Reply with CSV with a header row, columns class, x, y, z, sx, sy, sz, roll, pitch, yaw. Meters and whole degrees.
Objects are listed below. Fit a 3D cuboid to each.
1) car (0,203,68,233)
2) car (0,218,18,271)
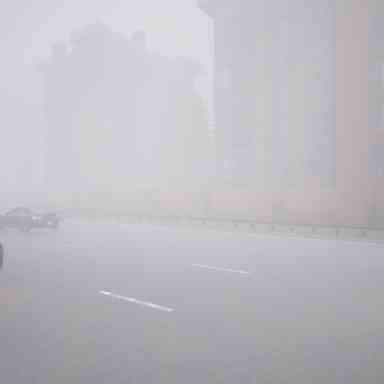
class,x,y,z,sx,sy,sz,roll,pitch,yaw
car,-9.621,1.523,19.470,4.674,1.442,1.812,0,0,35
car,-6.917,1.503,8.938,4.892,1.490,1.837,0,0,36
